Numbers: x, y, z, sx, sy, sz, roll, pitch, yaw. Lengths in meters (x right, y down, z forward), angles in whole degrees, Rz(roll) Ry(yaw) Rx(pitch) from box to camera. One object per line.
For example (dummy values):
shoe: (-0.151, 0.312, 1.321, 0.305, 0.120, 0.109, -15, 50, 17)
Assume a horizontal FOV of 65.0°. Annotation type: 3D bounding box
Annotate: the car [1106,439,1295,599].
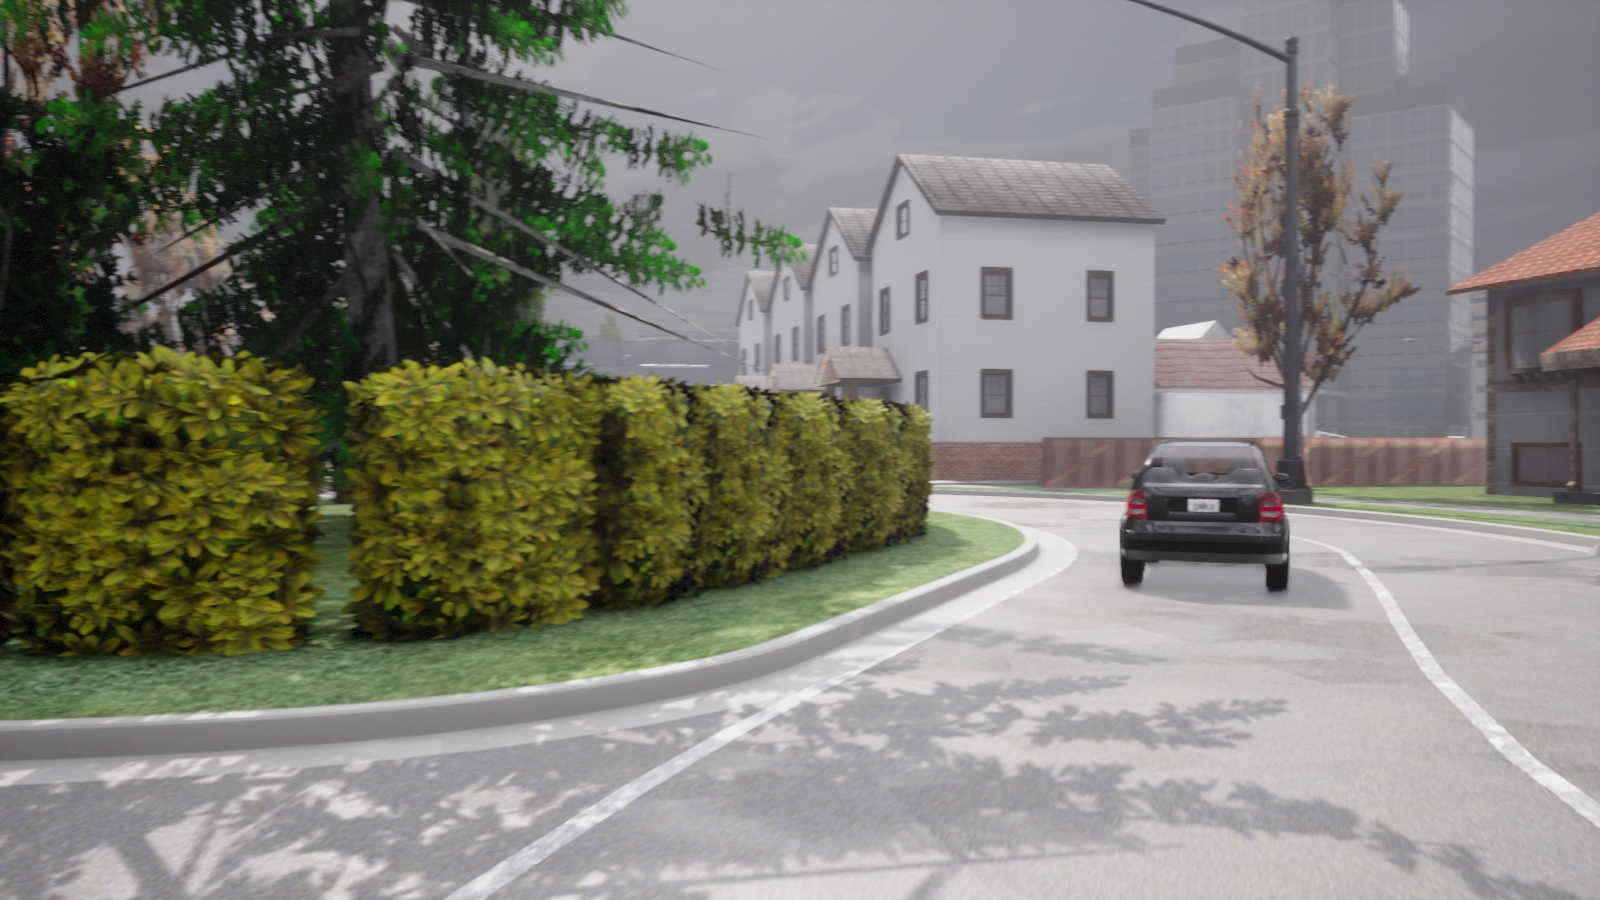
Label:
car: (4.585, 0.658, 14.288, 1.789, 1.549, 3.705, 0, 0, 19)
